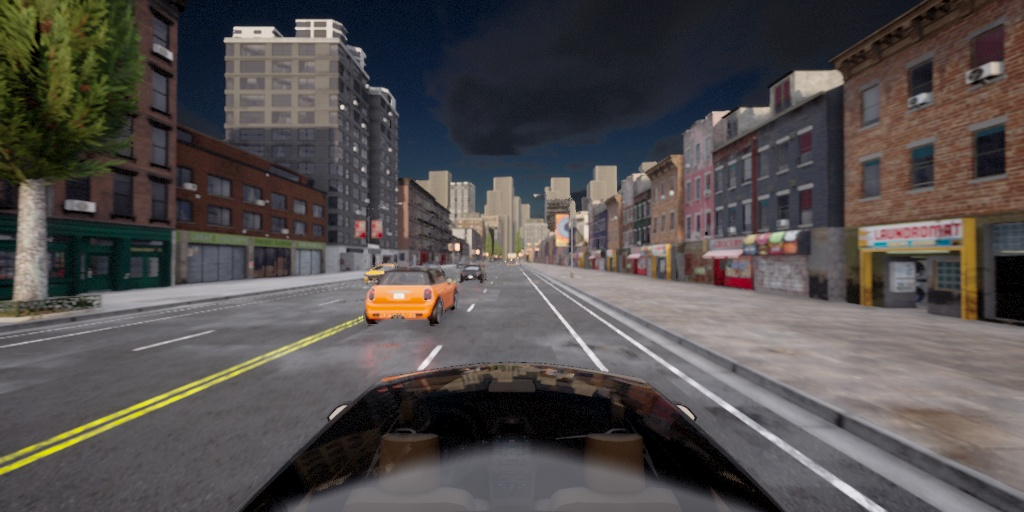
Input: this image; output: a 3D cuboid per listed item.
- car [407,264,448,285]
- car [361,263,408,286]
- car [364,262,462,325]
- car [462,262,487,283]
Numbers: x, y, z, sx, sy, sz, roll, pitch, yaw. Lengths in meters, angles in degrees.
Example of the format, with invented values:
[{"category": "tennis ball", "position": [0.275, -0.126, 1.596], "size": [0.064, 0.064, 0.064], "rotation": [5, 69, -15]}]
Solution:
[{"category": "car", "position": [-6.587, 1.394, 28.676], "size": [2.128, 1.511, 4.902], "rotation": [0, 0, 0]}, {"category": "car", "position": [-9.835, 1.376, 28.111], "size": [1.882, 1.535, 5.008], "rotation": [0, 0, 0]}, {"category": "car", "position": [-3.150, 1.155, 12.139], "size": [2.097, 1.767, 4.553], "rotation": [0, 0, 0]}, {"category": "car", "position": [-3.141, 1.433, 29.454], "size": [1.812, 1.442, 4.674], "rotation": [0, 0, 0]}]
